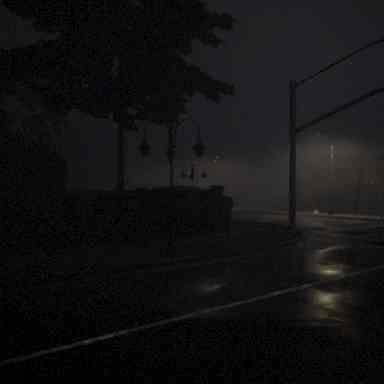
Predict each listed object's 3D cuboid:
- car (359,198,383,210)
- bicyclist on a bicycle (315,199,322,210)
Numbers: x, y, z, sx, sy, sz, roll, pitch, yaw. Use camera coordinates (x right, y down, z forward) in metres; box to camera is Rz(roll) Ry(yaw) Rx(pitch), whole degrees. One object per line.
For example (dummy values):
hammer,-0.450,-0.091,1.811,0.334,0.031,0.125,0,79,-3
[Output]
car,25.948,1.647,46.687,2.242,1.667,4.611,1,0,-35
bicyclist on a bicycle,18.371,1.744,48.332,1.656,1.620,0.582,-5,-7,-37
